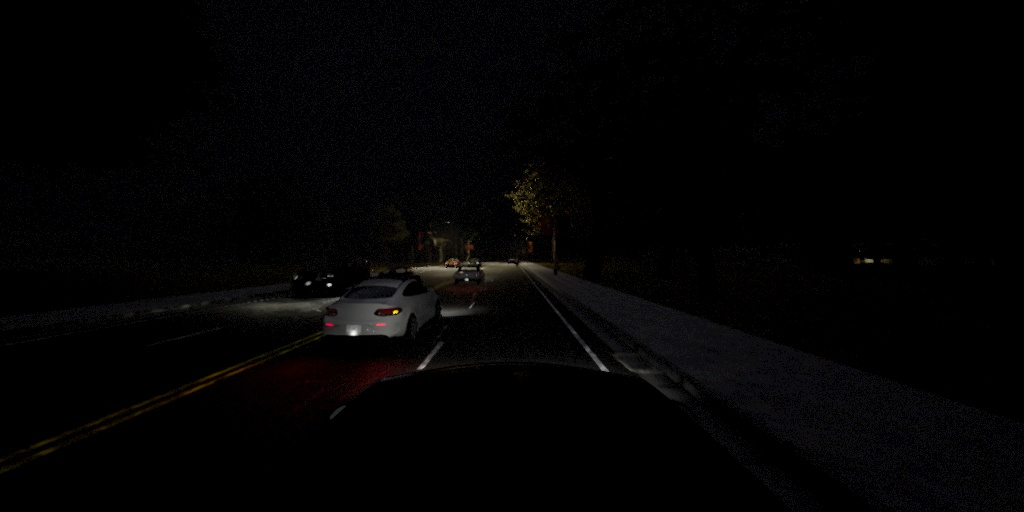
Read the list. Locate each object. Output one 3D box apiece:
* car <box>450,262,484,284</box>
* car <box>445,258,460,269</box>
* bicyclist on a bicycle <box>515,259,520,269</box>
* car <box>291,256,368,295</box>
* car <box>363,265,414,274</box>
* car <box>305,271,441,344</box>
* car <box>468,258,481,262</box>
[{"bbox_3d":[-3.161,1.375,27.187,1.895,1.301,4.718,0,0,0],"label":"car"},{"bbox_3d":[-9.805,1.167,59.758,2.097,1.767,4.553,0,0,1],"label":"car"},{"bbox_3d":[0.889,1.248,57.209,0.866,1.612,1.509,0,0,0],"label":"bicyclist on a bicycle"},{"bbox_3d":[-9.850,0.989,20.105,2.150,2.045,5.566,0,0,0],"label":"car"},{"bbox_3d":[-6.601,1.330,20.690,1.994,1.385,4.181,0,0,0],"label":"car"},{"bbox_3d":[-3.151,1.281,9.448,1.812,1.442,4.674,0,0,0],"label":"car"},{"bbox_3d":[-6.540,1.171,62.346,2.097,1.767,4.553,0,0,1],"label":"car"}]
